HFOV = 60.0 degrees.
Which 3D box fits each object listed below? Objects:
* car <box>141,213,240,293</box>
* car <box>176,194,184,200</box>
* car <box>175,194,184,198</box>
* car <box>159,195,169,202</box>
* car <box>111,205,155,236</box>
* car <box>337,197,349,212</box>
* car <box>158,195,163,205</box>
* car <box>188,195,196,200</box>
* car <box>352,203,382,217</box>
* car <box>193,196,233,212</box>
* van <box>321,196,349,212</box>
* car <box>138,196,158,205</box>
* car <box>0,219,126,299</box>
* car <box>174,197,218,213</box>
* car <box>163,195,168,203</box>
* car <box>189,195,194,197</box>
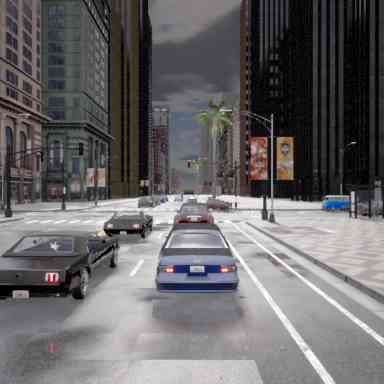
[{"bbox_3d":[0.097,1.547,8.991,2.033,1.411,5.357,0,0,0],"label":"car"},{"bbox_3d":[-3.306,1.316,90.433,1.882,1.535,5.008,0,0,0],"label":"car"},{"bbox_3d":[-3.300,1.521,80.429,1.812,1.442,4.674,0,0,0],"label":"car"},{"bbox_3d":[-6.548,1.529,77.740,1.812,1.442,4.674,0,0,0],"label":"car"},{"bbox_3d":[-3.165,1.600,17.530,1.895,1.301,4.718,0,0,0],"label":"car"},{"bbox_3d":[18.461,1.506,35.512,4.674,1.442,1.812,0,0,0],"label":"car"},{"bbox_3d":[-6.613,1.507,58.070,1.837,1.490,4.892,0,0,0],"label":"car"},{"bbox_3d":[-0.056,1.546,90.846,2.033,1.411,5.357,0,0,0],"label":"car"},{"bbox_3d":[17.053,1.549,29.648,4.403,1.369,2.008,0,0,0],"label":"car"},{"bbox_3d":[2.511,1.521,38.317,4.674,1.442,1.812,0,1,39],"label":"car"},{"bbox_3d":[17.043,1.315,38.172,3.998,1.788,1.690,0,0,0],"label":"van"},{"bbox_3d":[-6.621,1.354,48.840,2.097,1.767,4.553,0,0,0],"label":"car"},{"bbox_3d":[-3.154,1.600,8.362,1.895,1.301,4.718,0,0,0],"label":"car"},{"bbox_3d":[0.109,1.352,18.435,2.097,1.767,4.553,0,0,0],"label":"car"},{"bbox_3d":[-6.554,1.481,67.574,1.882,1.535,5.008,0,0,0],"label":"car"},{"bbox_3d":[0.059,1.550,62.939,2.033,1.411,5.357,0,0,0],"label":"car"}]
